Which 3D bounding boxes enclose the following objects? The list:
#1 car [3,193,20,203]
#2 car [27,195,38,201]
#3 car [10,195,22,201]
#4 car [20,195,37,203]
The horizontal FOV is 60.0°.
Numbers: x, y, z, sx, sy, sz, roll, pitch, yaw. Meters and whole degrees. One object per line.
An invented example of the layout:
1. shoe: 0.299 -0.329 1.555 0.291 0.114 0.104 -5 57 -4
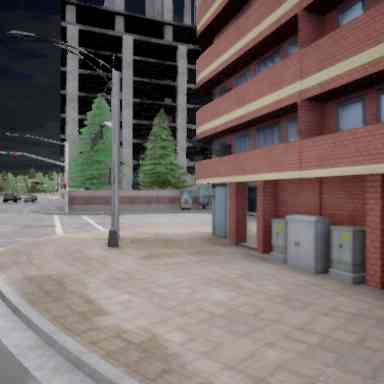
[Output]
1. car: -37.613 1.247 68.984 2.150 2.045 5.566 0 0 -22
2. car: -38.411 1.433 80.167 2.033 1.411 5.357 0 0 -22
3. car: -41.650 1.423 78.842 1.994 1.385 4.181 0 0 -22
4. car: -34.519 1.570 70.660 2.128 1.511 4.902 0 0 -22
